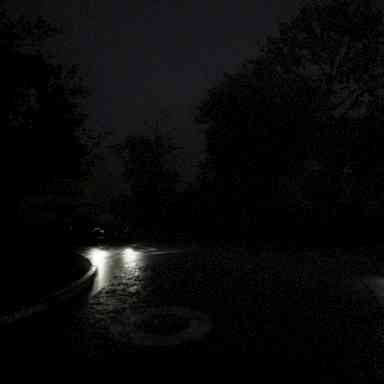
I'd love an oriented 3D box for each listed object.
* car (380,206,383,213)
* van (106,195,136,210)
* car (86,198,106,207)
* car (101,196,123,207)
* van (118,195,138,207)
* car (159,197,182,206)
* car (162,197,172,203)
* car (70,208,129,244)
[{"bbox_3d":[26.418,2.070,40.759,1.837,1.490,4.892,2,-2,-37],"label":"car"},{"bbox_3d":[-9.957,1.529,46.586,1.878,1.987,4.442,0,0,-36],"label":"van"},{"bbox_3d":[-16.622,1.751,56.987,1.946,1.575,5.366,0,0,-36],"label":"car"},{"bbox_3d":[-14.125,1.628,58.513,2.185,1.767,4.553,0,0,-36],"label":"car"},{"bbox_3d":[-11.608,1.540,60.215,1.878,1.987,4.442,0,0,-36],"label":"van"},{"bbox_3d":[-4.285,1.847,65.631,2.097,1.535,5.008,1,-1,-36],"label":"car"},{"bbox_3d":[-6.632,1.558,63.902,2.435,2.045,5.566,1,0,-36],"label":"car"},{"bbox_3d":[-5.132,1.819,18.057,1.882,1.535,5.008,2,-2,-35],"label":"car"}]
